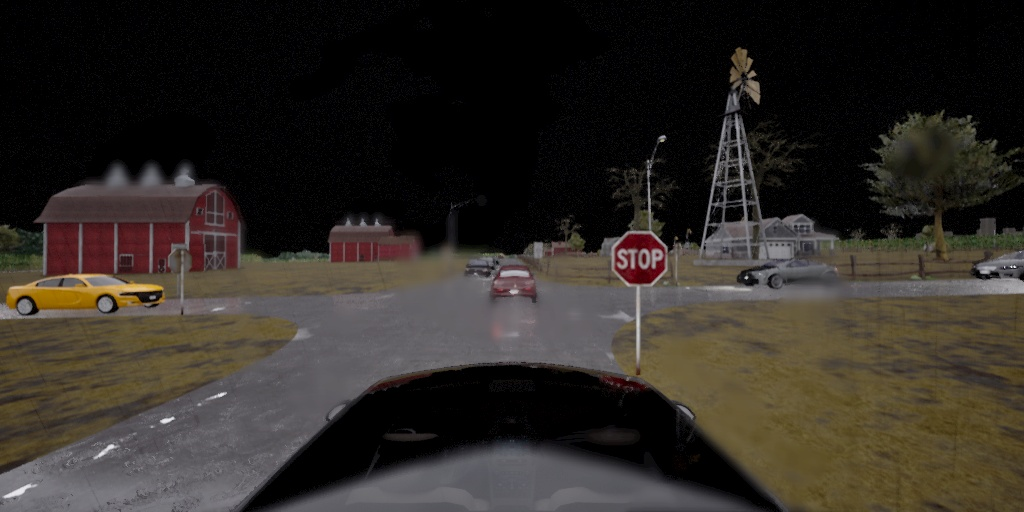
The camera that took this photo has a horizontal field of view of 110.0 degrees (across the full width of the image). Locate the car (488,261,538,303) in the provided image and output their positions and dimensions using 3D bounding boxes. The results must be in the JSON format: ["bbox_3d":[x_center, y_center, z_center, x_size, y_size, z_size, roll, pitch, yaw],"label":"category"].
[{"bbox_3d":[0.112,1.127,15.501,1.812,1.442,4.674,0,1,0],"label":"car"}]

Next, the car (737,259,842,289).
[{"bbox_3d":[13.462,0.831,17.584,4.181,1.385,1.994,-1,-1,-1],"label":"car"}]

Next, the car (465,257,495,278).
[{"bbox_3d":[-2.770,0.996,30.035,2.033,1.411,5.357,0,1,-2],"label":"car"}]

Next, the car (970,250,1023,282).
[{"bbox_3d":[25.665,0.453,17.610,4.902,1.511,2.128,-2,-1,0],"label":"car"}]

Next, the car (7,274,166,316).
[{"bbox_3d":[-17.117,1.478,14.585,5.008,1.535,1.882,-1,-1,0],"label":"car"}]

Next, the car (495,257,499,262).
[{"bbox_3d":[-2.787,0.846,40.286,1.837,1.490,4.892,0,1,0],"label":"car"}]
